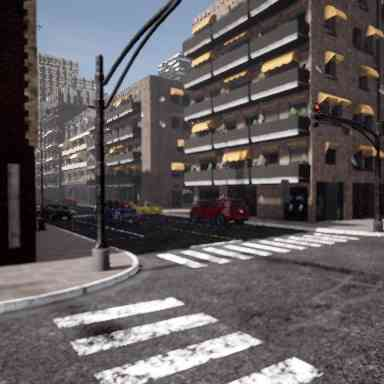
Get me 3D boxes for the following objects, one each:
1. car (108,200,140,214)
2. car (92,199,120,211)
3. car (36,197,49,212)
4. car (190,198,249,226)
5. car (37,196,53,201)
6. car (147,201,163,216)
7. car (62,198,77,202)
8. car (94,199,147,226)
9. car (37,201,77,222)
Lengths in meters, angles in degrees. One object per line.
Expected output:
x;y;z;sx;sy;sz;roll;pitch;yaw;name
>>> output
-7.755;1.603;37.524;1.887;1.381;4.507;-1;0;-35;car
-10.970;1.609;42.047;2.008;1.369;4.403;-1;0;-35;car
-17.703;1.657;37.054;1.752;1.417;4.829;-1;0;-35;car
1.885;1.373;23.953;2.192;1.841;5.009;-1;0;-35;car
-30.252;1.627;69.180;1.887;1.381;4.507;-1;0;-35;car
-4.640;1.584;33.139;1.752;1.417;4.829;-1;0;-35;car
-20.611;1.605;55.614;1.887;1.381;4.507;-1;0;-35;car
-5.498;1.458;24.521;2.097;1.767;4.553;-1;0;-35;car
-11.372;1.698;28.147;1.947;1.339;4.313;-1;0;-35;car
